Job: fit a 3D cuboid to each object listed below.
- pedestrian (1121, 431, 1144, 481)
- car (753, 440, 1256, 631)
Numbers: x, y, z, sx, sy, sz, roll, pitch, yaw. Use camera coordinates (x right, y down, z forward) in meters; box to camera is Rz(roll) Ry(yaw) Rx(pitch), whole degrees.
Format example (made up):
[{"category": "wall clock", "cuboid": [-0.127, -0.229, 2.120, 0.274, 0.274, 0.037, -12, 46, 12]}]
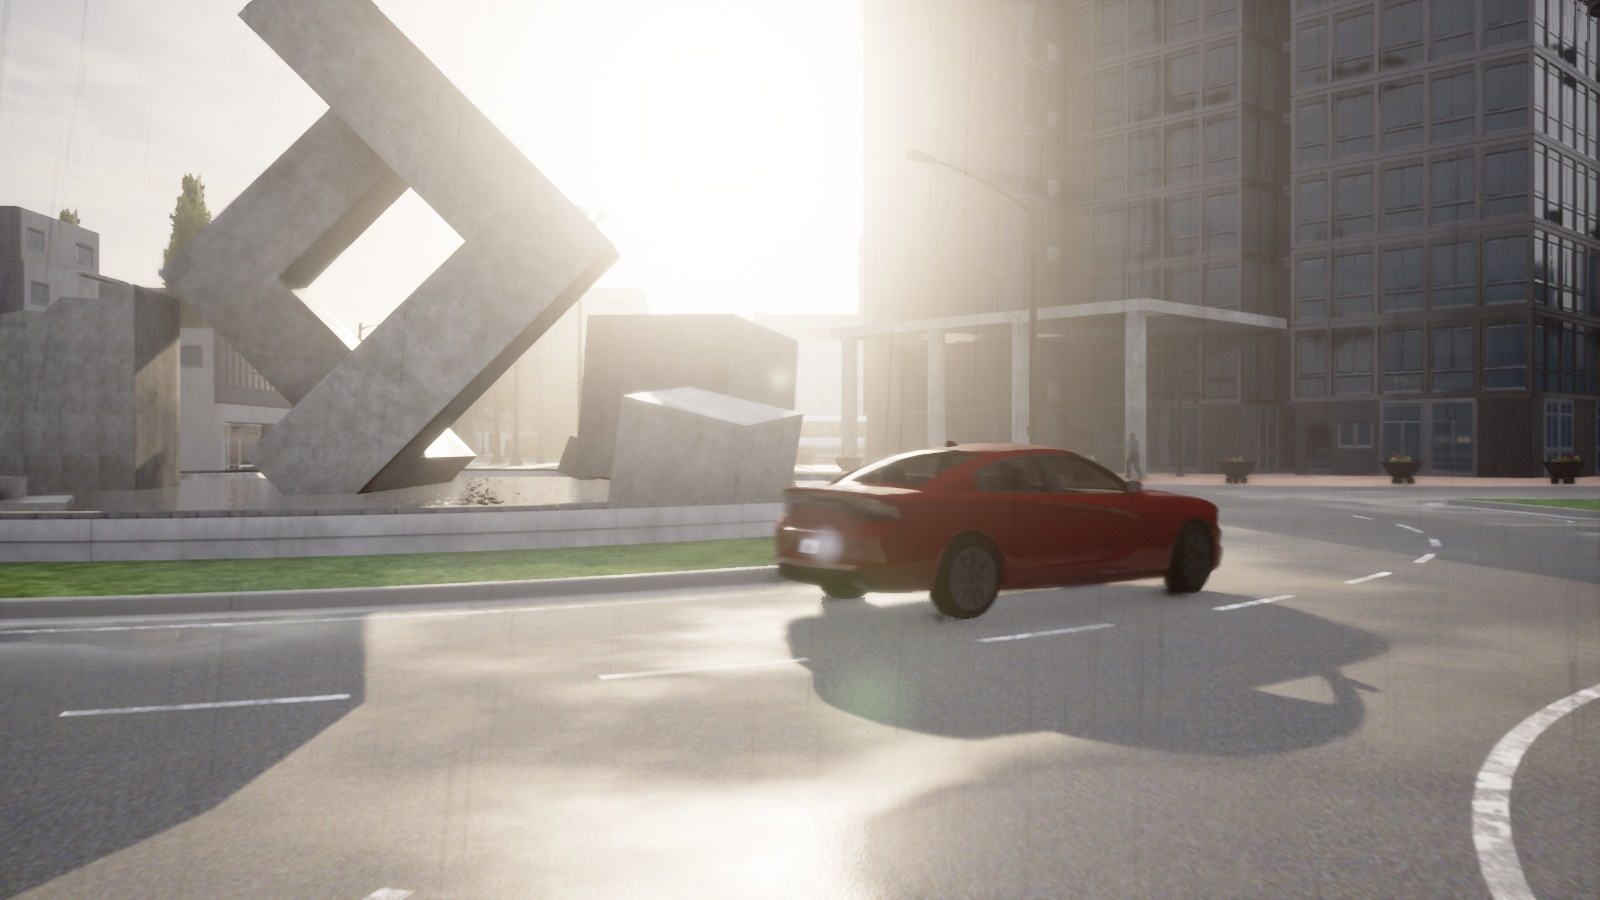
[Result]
[{"category": "pedestrian", "cuboid": [12.442, 0.223, 47.018, 0.540, 1.848, 0.694, 0, 0, -22]}, {"category": "car", "cuboid": [2.148, 0.676, 12.312, 5.008, 1.535, 1.882, 0, 0, -36]}]
